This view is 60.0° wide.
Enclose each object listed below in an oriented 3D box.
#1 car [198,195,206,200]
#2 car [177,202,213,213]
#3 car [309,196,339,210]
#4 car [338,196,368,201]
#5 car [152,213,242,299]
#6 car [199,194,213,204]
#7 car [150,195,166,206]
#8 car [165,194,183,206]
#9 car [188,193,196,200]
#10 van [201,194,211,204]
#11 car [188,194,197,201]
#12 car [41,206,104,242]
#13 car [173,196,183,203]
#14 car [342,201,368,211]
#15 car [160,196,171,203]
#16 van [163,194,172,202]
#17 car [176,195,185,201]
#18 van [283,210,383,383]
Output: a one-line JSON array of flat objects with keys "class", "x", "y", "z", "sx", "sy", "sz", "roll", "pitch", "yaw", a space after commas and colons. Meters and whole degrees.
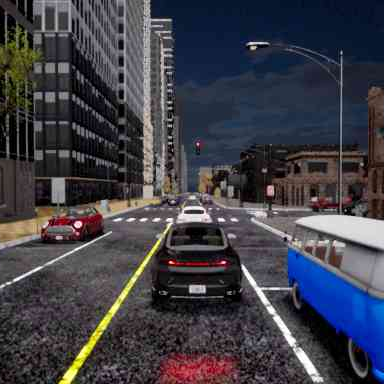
[{"class": "car", "x": 2.766, "y": 1.523, "z": 93.607, "sx": 2.008, "sy": 1.369, "sz": 4.403, "roll": -1, "pitch": 0, "yaw": 0}, {"class": "car", "x": 0.111, "y": 1.519, "z": 18.770, "sx": 1.812, "sy": 1.442, "sz": 4.674, "roll": 0, "pitch": 0, "yaw": 0}, {"class": "car", "x": 16.563, "y": 1.408, "z": 39.441, "sx": 5.009, "sy": 1.841, "sz": 2.192, "roll": 1, "pitch": 0, "yaw": 1}, {"class": "car", "x": 19.210, "y": 1.512, "z": 36.807, "sx": 4.553, "sy": 1.767, "sz": 2.097, "roll": 1, "pitch": 1, "yaw": 1}, {"class": "car", "x": 0.105, "y": 1.502, "z": 8.414, "sx": 1.837, "sy": 1.490, "sz": 4.892, "roll": 0, "pitch": 0, "yaw": 0}, {"class": "car", "x": 2.732, "y": 1.420, "z": 59.743, "sx": 1.967, "sy": 1.590, "sz": 4.097, "roll": -1, "pitch": 0, "yaw": 0}, {"class": "car", "x": -5.789, "y": 1.507, "z": 53.992, "sx": 1.752, "sy": 1.417, "sz": 4.829, "roll": -1, "pitch": 0, "yaw": 0}, {"class": "car", "x": -3.034, "y": 1.472, "z": 55.188, "sx": 2.128, "sy": 1.511, "sz": 4.902, "roll": 0, "pitch": 0, "yaw": 0}, {"class": "car", "x": 0.085, "y": 1.249, "z": 91.058, "sx": 2.097, "sy": 1.767, "sz": 4.553, "roll": 0, "pitch": 0, "yaw": 0}, {"class": "van", "x": 2.736, "y": 1.320, "z": 65.387, "sx": 1.690, "sy": 1.788, "sz": 3.998, "roll": -1, "pitch": 0, "yaw": 0}, {"class": "car", "x": 0.075, "y": 1.497, "z": 81.054, "sx": 1.812, "sy": 1.442, "sz": 4.674, "roll": 0, "pitch": 0, "yaw": 0}, {"class": "car", "x": -5.689, "y": 1.434, "z": 16.214, "sx": 1.967, "sy": 1.590, "sz": 4.097, "roll": -1, "pitch": 0, "yaw": 0}, {"class": "car", "x": -2.935, "y": 1.502, "z": 70.081, "sx": 1.812, "sy": 1.442, "sz": 4.674, "roll": 0, "pitch": 0, "yaw": 0}, {"class": "car", "x": 16.446, "y": 1.790, "z": 31.065, "sx": 4.313, "sy": 1.339, "sz": 1.947, "roll": 1, "pitch": 0, "yaw": 1}, {"class": "car", "x": -5.602, "y": 1.543, "z": 71.094, "sx": 1.947, "sy": 1.339, "sz": 4.313, "roll": -1, "pitch": 0, "yaw": 0}, {"class": "van", "x": -5.601, "y": 1.317, "z": 76.738, "sx": 1.690, "sy": 1.788, "sz": 3.998, "roll": -1, "pitch": 0, "yaw": 0}, {"class": "car", "x": -2.921, "y": 1.505, "z": 85.357, "sx": 1.994, "sy": 1.385, "sz": 4.181, "roll": 0, "pitch": 0, "yaw": 0}, {"class": "van", "x": 2.680, "y": 1.339, "z": 5.122, "sx": 1.690, "sy": 1.788, "sz": 3.998, "roll": -1, "pitch": 0, "yaw": 0}]
